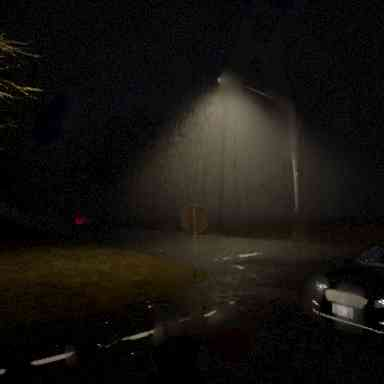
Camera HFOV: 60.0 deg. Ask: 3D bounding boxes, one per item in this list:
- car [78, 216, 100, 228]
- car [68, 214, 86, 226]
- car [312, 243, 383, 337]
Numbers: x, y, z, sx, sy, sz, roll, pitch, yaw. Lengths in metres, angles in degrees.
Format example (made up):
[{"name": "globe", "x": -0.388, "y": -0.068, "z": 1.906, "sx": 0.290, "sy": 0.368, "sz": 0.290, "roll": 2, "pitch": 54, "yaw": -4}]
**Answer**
[{"name": "car", "x": -15.821, "y": 4.838, "z": 51.797, "sx": 1.994, "sy": 1.385, "sz": 4.181, "roll": -1, "pitch": -3, "yaw": -32}, {"name": "car", "x": -19.966, "y": 4.859, "z": 58.112, "sx": 2.150, "sy": 2.045, "sz": 5.566, "roll": 0, "pitch": -2, "yaw": -33}, {"name": "car", "x": 4.504, "y": 1.820, "z": 6.812, "sx": 4.902, "sy": 1.511, "sz": 2.128, "roll": 4, "pitch": -4, "yaw": -34}]
